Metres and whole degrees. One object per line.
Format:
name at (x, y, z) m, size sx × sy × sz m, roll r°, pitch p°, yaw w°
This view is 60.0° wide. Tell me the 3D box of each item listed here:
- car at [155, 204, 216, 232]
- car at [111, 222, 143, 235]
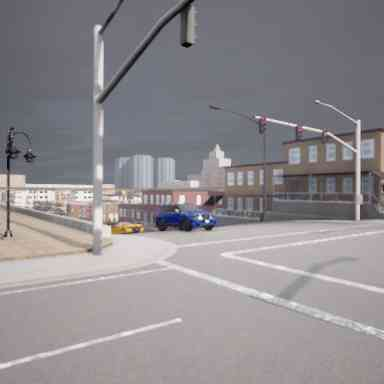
car at (-0.636, 1.853, 24.468) m, size 2.150 × 2.045 × 5.566 m, roll 0°, pitch -5°, yaw -36°
car at (-6.531, 3.678, 32.477) m, size 1.882 × 1.535 × 5.008 m, roll 0°, pitch -12°, yaw -36°
